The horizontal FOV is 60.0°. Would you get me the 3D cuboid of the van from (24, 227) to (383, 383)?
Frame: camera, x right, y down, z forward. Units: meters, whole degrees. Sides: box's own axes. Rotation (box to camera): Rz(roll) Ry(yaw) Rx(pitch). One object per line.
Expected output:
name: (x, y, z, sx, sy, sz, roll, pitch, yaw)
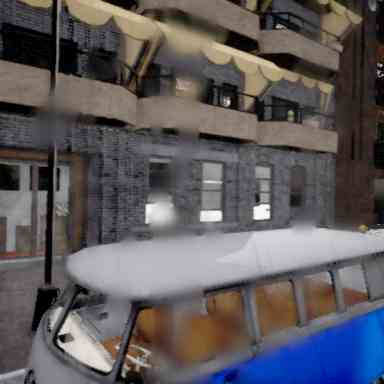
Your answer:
van: (0.559, 1.326, 3.244, 3.998, 1.788, 1.690, 0, 1, -35)
